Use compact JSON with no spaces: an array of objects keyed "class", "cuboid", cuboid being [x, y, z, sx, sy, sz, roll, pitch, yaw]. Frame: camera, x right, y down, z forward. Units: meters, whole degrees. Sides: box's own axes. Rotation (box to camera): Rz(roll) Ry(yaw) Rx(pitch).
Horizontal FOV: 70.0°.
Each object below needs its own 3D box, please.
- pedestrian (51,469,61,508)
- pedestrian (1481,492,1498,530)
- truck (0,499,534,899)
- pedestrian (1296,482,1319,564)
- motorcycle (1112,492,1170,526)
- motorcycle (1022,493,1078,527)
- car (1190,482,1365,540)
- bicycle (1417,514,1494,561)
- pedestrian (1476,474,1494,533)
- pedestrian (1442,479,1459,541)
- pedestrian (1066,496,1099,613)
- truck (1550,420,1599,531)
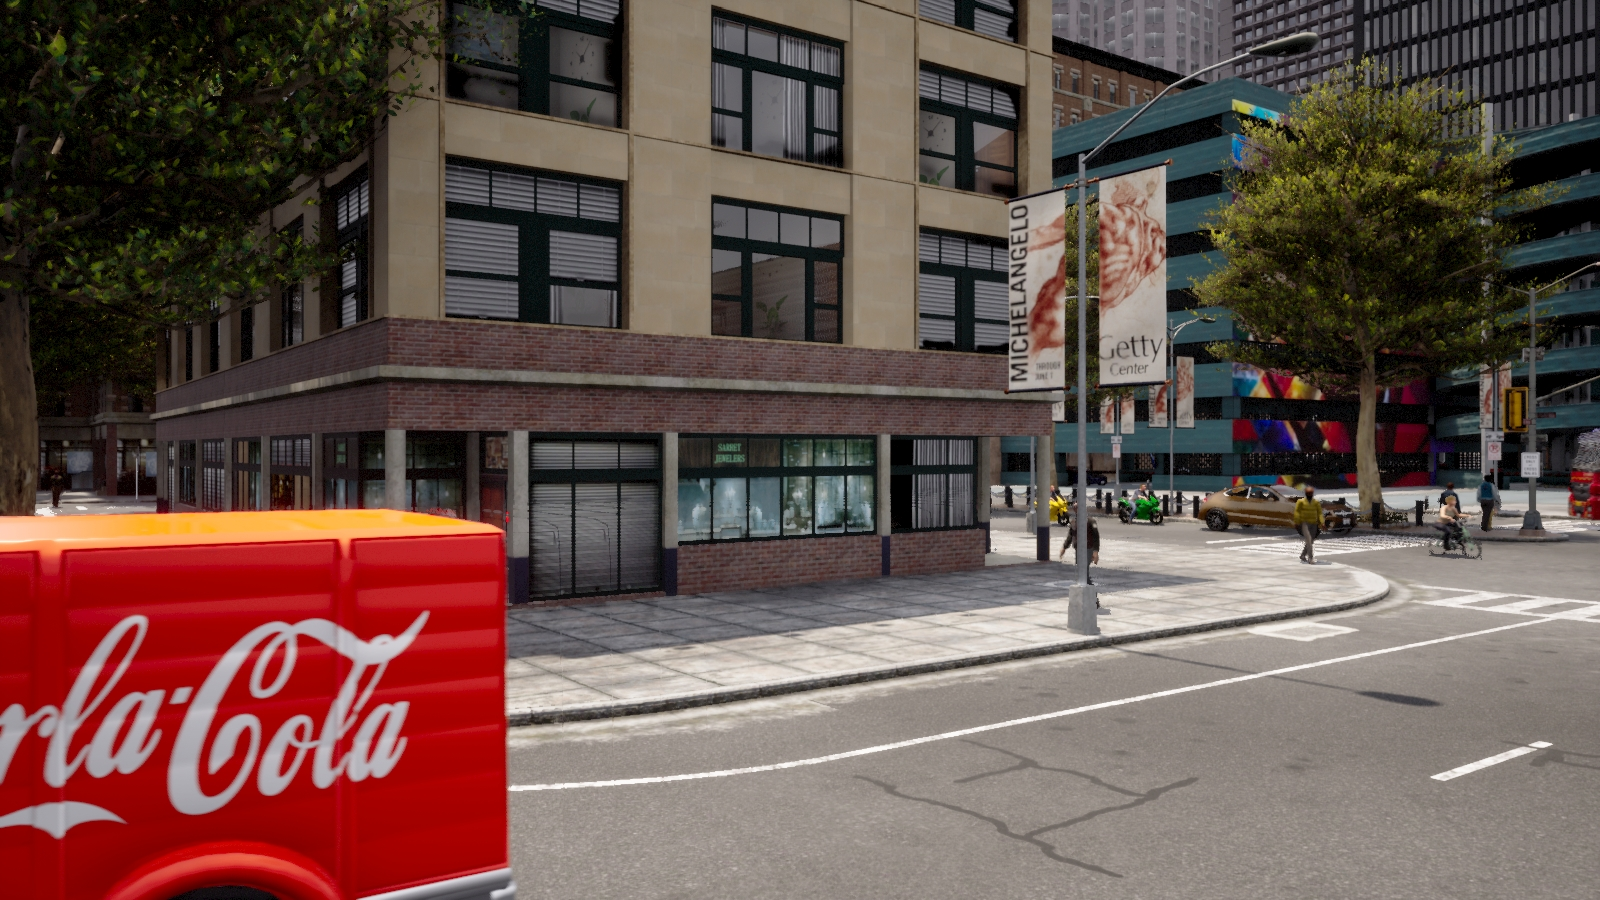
[{"class":"pedestrian","cuboid":[-35.501,1.848,54.532,0.375,1.860,0.375,0,0,-37]},{"class":"pedestrian","cuboid":[23.865,2.112,39.547,0.375,1.300,0.375,0,0,-33]},{"class":"truck","cuboid":[-4.176,1.567,5.125,5.204,2.467,2.627,0,0,-35]},{"class":"pedestrian","cuboid":[11.779,1.688,26.512,0.375,1.860,0.375,0,0,5]},{"class":"motorcycle","cuboid":[12.745,2.199,42.767,0.803,1.145,2.033,0,0,-35]},{"class":"motorcycle","cuboid":[9.194,2.200,42.117,0.803,1.145,2.033,0,0,-33]},{"class":"car","cuboid":[15.895,1.978,38.309,2.152,1.651,5.027,0,0,-35]},{"class":"bicycle","cuboid":[16.918,2.244,29.526,0.859,1.080,1.487,-2,1,-23]},{"class":"pedestrian","cuboid":[21.910,1.690,36.527,0.375,1.860,0.375,0,0,-34]},{"class":"pedestrian","cuboid":[19.830,1.834,34.828,0.375,1.860,0.375,0,0,-42]},{"class":"pedestrian","cuboid":[4.600,1.690,18.599,0.375,1.860,0.375,0,0,-28]},{"class":"truck","cuboid":[31.278,0.872,39.508,8.468,3.827,2.891,0,0,19]}]
